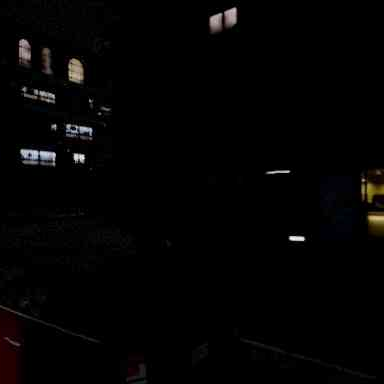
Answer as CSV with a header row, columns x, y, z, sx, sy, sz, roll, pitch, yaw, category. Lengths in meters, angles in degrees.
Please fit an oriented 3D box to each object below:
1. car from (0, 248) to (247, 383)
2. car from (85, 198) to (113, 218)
x,y,z,sx,sy,sz,roll,pitch,yaw,category
-1.513,1.421,4.029,4.097,1.590,1.967,0,-1,36,car
-5.799,1.169,25.381,1.752,1.417,4.829,0,0,36,car
